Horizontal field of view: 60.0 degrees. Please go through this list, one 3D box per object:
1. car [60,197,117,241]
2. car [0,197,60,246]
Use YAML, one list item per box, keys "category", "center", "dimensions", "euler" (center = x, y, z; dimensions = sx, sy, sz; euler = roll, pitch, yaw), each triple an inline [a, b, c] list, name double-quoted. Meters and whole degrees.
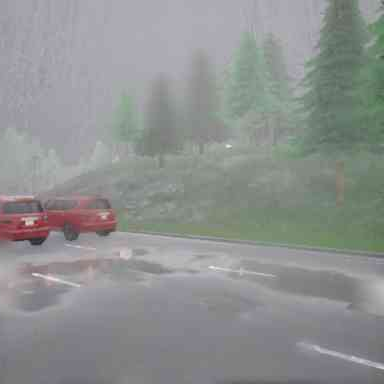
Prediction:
- category: "car"
  center: [-6.261, 1.257, 16.933]
  dimensions: [5.566, 2.045, 2.150]
  euler: [0, 0, 36]
- category: "car"
  center: [-8.293, 1.257, 14.084]
  dimensions: [5.566, 2.045, 2.150]
  euler: [0, 0, 36]
